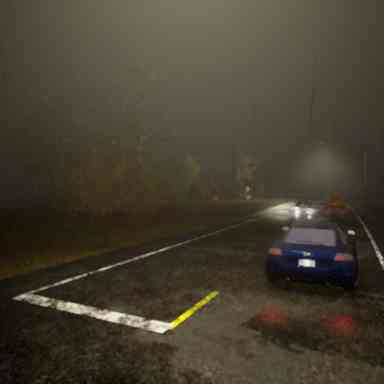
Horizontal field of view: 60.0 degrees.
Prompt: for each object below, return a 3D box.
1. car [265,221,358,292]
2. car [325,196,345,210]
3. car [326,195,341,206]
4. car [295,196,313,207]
[{"bbox_3d":[3.316,1.472,8.930,1.994,1.385,4.181,1,1,25],"label":"car"},{"bbox_3d":[16.089,1.132,37.468,1.882,1.535,5.008,1,1,23],"label":"car"},{"bbox_3d":[19.861,1.184,46.795,1.895,1.301,4.718,1,1,21],"label":"car"},{"bbox_3d":[14.348,1.184,42.503,1.895,1.301,4.718,1,1,22],"label":"car"}]
